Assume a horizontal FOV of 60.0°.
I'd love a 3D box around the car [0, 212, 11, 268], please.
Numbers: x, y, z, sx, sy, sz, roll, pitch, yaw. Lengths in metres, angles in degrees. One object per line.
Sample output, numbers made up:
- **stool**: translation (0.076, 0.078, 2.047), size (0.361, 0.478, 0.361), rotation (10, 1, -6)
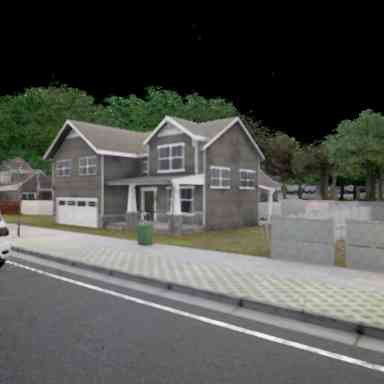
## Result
- **car**: translation (-7.621, 1.274, 10.197), size (5.566, 2.045, 2.150), rotation (-1, 0, 40)
